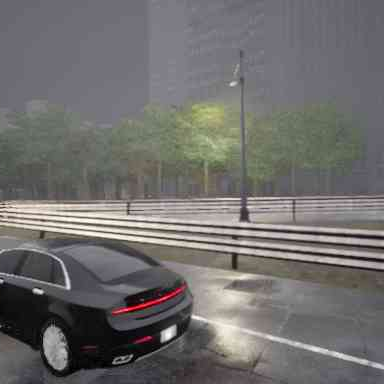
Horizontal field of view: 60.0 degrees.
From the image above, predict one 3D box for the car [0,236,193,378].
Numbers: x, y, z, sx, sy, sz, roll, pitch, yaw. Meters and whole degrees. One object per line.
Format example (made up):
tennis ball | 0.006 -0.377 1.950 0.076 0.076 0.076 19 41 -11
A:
car | -2.266 1.517 5.575 4.892 1.490 1.837 0 0 35
